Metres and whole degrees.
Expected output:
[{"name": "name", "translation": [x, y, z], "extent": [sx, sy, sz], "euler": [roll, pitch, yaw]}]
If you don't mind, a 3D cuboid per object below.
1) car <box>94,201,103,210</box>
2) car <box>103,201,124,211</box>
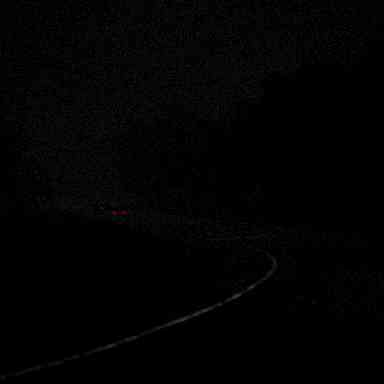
[{"name": "car", "translation": [-15.655, 2.269, 57.567], "extent": [1.882, 1.535, 5.008], "euler": [1, -2, -28]}, {"name": "car", "translation": [-11.491, 2.149, 49.816], "extent": [1.812, 1.442, 4.674], "euler": [1, -2, -27]}]
